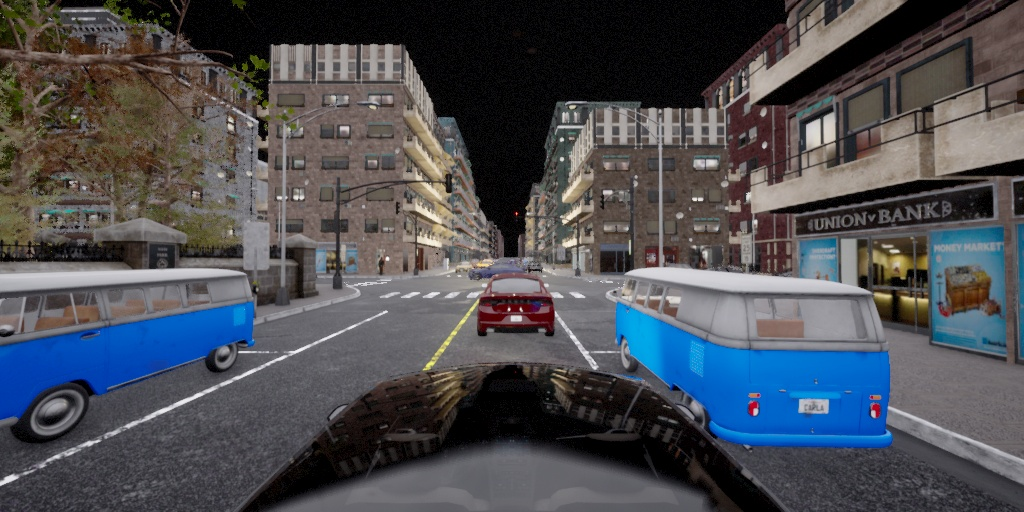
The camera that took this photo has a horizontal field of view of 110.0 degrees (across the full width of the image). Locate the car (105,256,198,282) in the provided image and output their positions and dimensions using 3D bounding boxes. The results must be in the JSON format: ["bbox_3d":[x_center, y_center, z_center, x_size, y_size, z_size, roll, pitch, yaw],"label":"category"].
[{"bbox_3d":[-25.831,0.945,25.827,4.553,1.767,2.097,0,-1,1],"label":"car"}]

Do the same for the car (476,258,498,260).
[{"bbox_3d":[-3.102,1.236,43.658,1.882,1.535,5.008,0,0,0],"label":"car"}]

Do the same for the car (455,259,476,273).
[{"bbox_3d":[-5.690,1.284,42.796,1.751,1.417,4.829,0,0,0],"label":"car"}]

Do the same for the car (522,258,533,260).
[{"bbox_3d":[2.691,1.310,48.609,2.007,1.370,4.403,0,0,0],"label":"car"}]

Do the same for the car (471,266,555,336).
[{"bbox_3d":[0.098,1.229,10.381,1.882,1.535,5.008,0,0,0],"label":"car"}]

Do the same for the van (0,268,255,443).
[{"bbox_3d":[-5.656,1.091,5.022,1.690,1.789,3.998,0,0,0],"label":"van"}]

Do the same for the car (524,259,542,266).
[{"bbox_3d":[2.691,1.324,42.967,1.948,1.339,4.313,0,0,0],"label":"car"}]

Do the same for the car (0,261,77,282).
[{"bbox_3d":[-35.359,1.090,25.945,5.357,1.411,2.033,0,-1,1],"label":"car"}]

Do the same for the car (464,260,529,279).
[{"bbox_3d":[-1.181,1.280,28.710,4.674,1.442,1.812,0,0,1],"label":"car"}]

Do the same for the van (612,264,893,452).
[{"bbox_3d":[2.658,1.091,5.020,1.690,1.789,3.998,0,0,0],"label":"van"}]

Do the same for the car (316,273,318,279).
[{"bbox_3d":[-16.605,1.135,25.715,4.902,1.511,2.128,0,-1,1],"label":"car"}]

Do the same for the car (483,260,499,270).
[{"bbox_3d":[-3.097,1.309,53.619,2.033,1.411,5.357,0,0,0],"label":"car"}]

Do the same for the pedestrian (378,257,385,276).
[{"bbox_3d":[-12.539,0.963,34.408,0.375,1.860,0.375,0,-1,1],"label":"pedestrian"}]

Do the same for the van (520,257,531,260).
[{"bbox_3d":[2.691,1.104,59.894,1.690,1.789,3.998,0,0,0],"label":"van"}]
